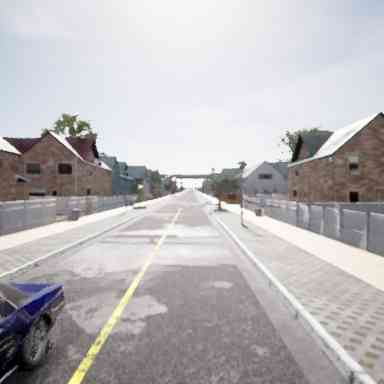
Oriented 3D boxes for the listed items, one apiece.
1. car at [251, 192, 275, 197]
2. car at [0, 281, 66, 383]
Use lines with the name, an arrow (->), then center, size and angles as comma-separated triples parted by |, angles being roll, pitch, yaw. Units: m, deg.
car -> 11.539, 1.034, 49.868 | 5.566, 2.045, 2.150 | 0, -1, -1
car -> -2.852, 1.590, 2.856 | 1.895, 1.301, 4.718 | 0, 0, 0
